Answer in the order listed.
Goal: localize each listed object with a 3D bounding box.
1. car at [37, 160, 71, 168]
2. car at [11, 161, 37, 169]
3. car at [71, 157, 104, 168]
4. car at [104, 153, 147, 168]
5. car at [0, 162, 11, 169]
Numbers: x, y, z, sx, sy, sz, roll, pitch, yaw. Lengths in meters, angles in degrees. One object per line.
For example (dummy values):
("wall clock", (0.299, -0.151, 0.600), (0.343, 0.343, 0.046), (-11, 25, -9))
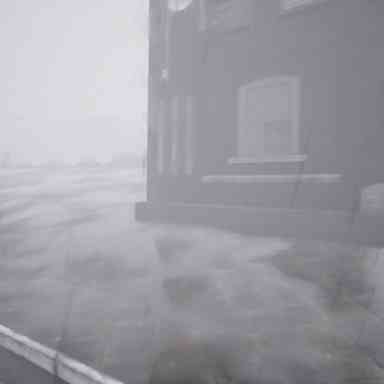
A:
("car", (-16.777, -3.366, 42.319), (4.892, 1.521, 2.231), (1, 1, 27))
("car", (-21.608, -3.428, 44.779), (4.674, 1.452, 2.002), (1, 1, 28))
("car", (-11.697, -3.370, 39.874), (4.553, 1.767, 2.185), (1, 1, 26))
("car", (-6.597, -3.351, 37.533), (5.566, 2.045, 2.435), (2, 1, 25))
("car", (-26.471, -3.539, 47.388), (4.792, 1.488, 2.163), (1, 1, 29))
